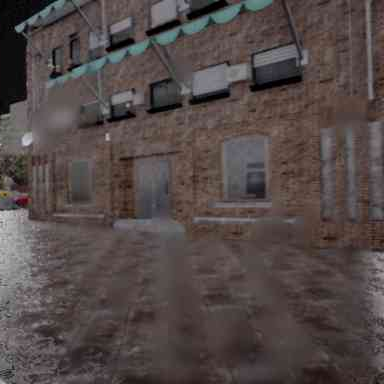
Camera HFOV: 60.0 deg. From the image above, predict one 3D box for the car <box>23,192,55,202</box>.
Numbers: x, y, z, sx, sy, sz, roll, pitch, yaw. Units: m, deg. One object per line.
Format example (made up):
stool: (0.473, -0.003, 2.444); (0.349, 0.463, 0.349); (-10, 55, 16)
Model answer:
car: (-24.283, 0.773, 52.746); (4.674, 1.452, 2.002); (-2, 3, 24)

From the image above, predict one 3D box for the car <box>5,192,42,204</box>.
car: (-25.400, 0.897, 50.192); (4.892, 1.521, 2.231); (-2, 3, 24)

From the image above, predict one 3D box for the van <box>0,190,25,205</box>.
van: (-26.411, 0.825, 47.576); (4.442, 1.987, 1.878); (-2, 2, 24)

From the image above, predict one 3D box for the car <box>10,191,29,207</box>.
car: (-17.381, 0.741, 37.809); (5.566, 2.045, 2.435); (-2, 2, 24)
